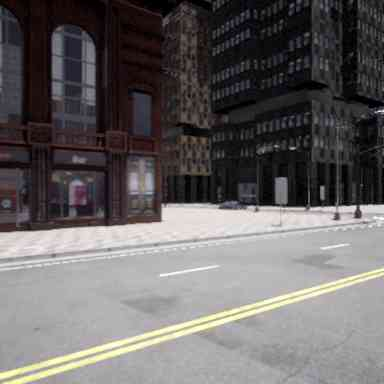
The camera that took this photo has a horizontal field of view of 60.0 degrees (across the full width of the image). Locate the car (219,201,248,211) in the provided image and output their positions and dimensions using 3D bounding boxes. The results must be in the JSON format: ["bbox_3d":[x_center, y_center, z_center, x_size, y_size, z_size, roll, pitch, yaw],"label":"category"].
[{"bbox_3d":[5.564,1.876,45.140,1.994,1.385,4.181,0,0,-35],"label":"car"}]
